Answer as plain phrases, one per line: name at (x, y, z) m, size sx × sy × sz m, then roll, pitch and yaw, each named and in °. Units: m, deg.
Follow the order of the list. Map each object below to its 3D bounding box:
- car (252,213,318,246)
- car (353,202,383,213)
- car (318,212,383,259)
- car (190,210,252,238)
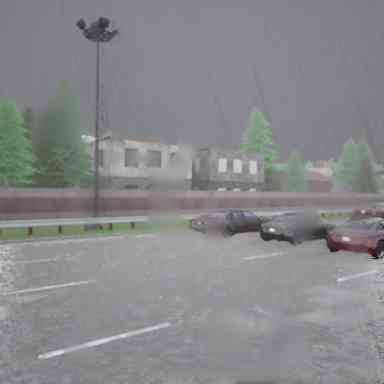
car at (5.268, 1.711, 16.205) m, size 4.181 × 1.385 × 1.994 m, roll 1°, pitch 0°, yaw -35°
car at (15.403, 1.658, 27.731) m, size 4.553 × 1.767 × 2.097 m, roll 1°, pitch -1°, yaw -35°
car at (7.291, 1.711, 13.345) m, size 4.181 × 1.385 × 1.994 m, roll 1°, pitch 0°, yaw -35°
car at (2.445, 1.684, 18.501) m, size 5.357 × 1.411 × 2.033 m, roll 1°, pitch 0°, yaw -35°
